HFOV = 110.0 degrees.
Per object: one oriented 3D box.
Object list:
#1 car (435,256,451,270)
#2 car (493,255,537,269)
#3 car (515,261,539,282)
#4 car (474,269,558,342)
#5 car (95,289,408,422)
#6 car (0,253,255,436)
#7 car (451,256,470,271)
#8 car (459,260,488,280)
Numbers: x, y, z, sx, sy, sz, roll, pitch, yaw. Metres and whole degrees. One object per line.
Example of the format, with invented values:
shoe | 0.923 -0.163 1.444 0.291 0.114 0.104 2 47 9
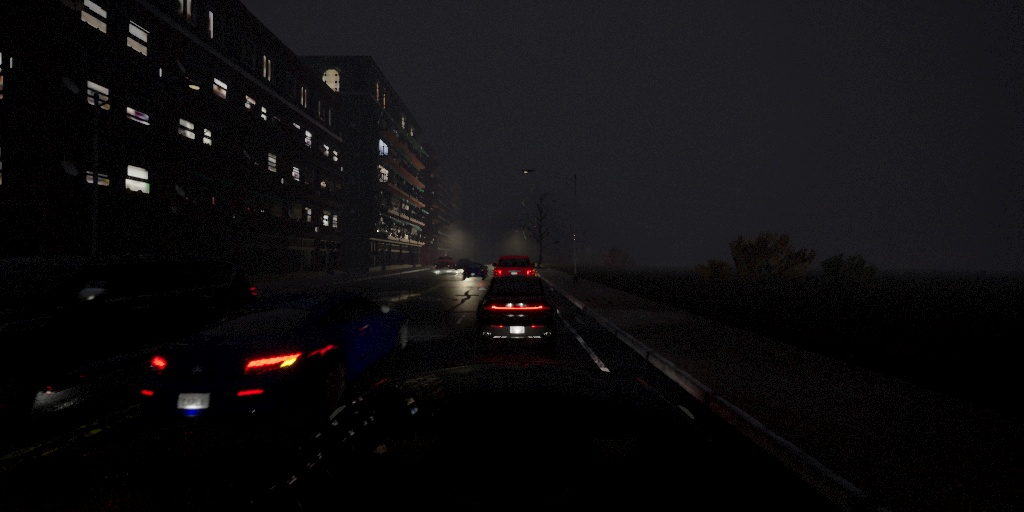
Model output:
car | -9.811 0.973 52.827 2.150 2.045 5.566 0 0 0
car | 0.112 0.974 20.074 2.150 2.045 5.566 0 0 0
car | 1.157 1.209 30.482 1.801 1.575 5.366 0 0 0
car | 0.107 1.256 9.727 1.837 1.490 4.892 0 0 0
car | -3.147 1.276 5.846 1.812 1.442 4.674 0 0 0
car | -6.598 0.972 5.505 2.150 2.045 5.566 0 0 0
car | -6.566 1.104 48.940 2.097 1.767 4.553 0 0 0
car | -3.131 1.279 30.956 1.812 1.442 4.674 0 0 0
